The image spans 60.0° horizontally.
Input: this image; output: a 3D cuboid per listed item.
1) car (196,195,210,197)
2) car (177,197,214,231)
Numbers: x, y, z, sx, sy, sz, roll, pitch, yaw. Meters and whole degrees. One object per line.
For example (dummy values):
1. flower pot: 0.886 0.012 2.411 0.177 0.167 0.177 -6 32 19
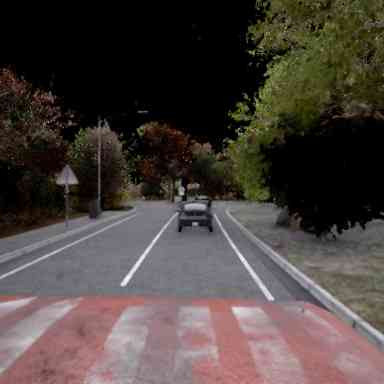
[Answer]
1. car: 1.246 1.113 36.186 2.128 1.511 4.902 0 0 7
2. car: 0.197 1.289 18.864 1.837 1.490 4.892 0 1 1
